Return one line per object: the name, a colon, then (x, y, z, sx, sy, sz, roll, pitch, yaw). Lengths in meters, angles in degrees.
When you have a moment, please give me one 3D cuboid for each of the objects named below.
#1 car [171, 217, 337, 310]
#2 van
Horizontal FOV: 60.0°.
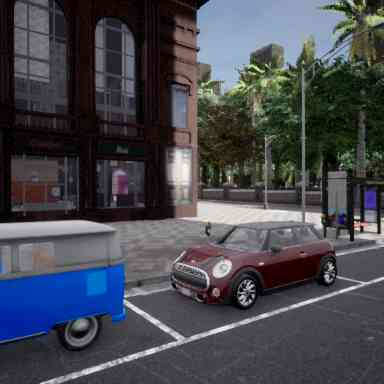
car: (1.500, 1.439, 7.723, 4.097, 1.590, 1.967, 0, 0, -35)
van: (-2.918, 1.341, 4.573, 3.998, 1.788, 1.690, 0, 0, -35)
